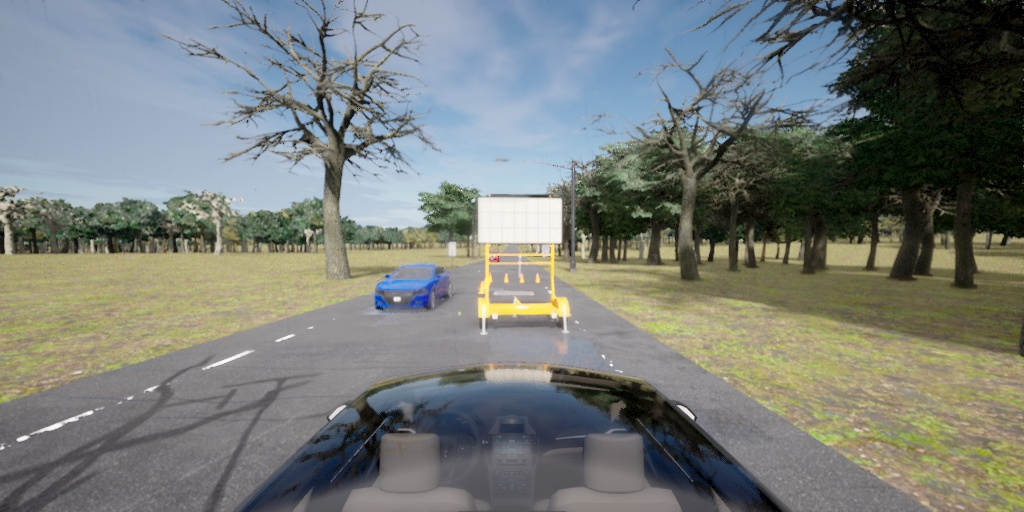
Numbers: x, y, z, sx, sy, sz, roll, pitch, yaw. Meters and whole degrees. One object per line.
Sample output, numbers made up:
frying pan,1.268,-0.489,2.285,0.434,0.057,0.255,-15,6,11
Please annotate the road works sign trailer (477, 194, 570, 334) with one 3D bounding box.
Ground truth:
road works sign trailer,0.211,0.078,10.119,2.380,3.560,2.880,0,0,-5

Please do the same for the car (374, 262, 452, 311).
car,-3.529,1.034,13.563,1.882,1.535,5.008,0,1,0

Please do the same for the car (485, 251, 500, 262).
car,-3.231,0.110,60.592,2.150,2.045,5.566,0,1,1
